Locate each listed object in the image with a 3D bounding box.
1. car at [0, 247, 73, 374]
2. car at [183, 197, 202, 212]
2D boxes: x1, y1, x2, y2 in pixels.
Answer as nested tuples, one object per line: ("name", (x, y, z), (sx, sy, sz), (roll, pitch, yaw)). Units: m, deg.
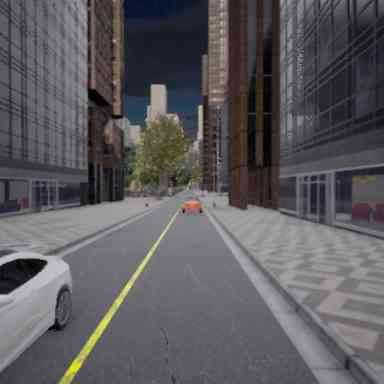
("car", (-3.006, 1.534, 4.201), (1.812, 1.442, 4.674), (0, 0, 0))
("car", (0.013, 1.327, 37.822), (2.097, 1.767, 4.553), (0, 0, 0))
